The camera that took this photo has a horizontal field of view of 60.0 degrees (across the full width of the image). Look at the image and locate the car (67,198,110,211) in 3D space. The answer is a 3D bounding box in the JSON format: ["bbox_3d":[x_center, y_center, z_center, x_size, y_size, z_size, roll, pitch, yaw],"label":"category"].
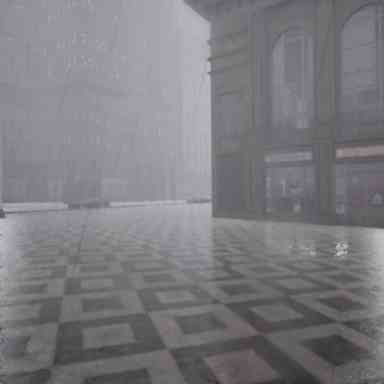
[{"bbox_3d":[-11.695,1.380,37.760,1.895,1.301,4.718,-1,0,35],"label":"car"}]

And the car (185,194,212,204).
[{"bbox_3d":[1.084,1.137,55.595,2.128,1.511,4.902,-1,0,36],"label":"car"}]

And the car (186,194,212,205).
[{"bbox_3d":[1.159,1.238,50.419,1.895,1.301,4.718,-1,0,36],"label":"car"}]
